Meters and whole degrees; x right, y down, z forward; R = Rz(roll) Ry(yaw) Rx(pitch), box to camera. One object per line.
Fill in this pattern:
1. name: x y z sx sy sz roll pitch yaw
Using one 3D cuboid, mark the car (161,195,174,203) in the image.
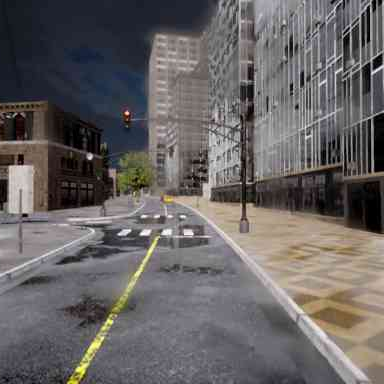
1. car: -4.844 1.458 68.178 1.882 1.535 5.008 0 0 -8
